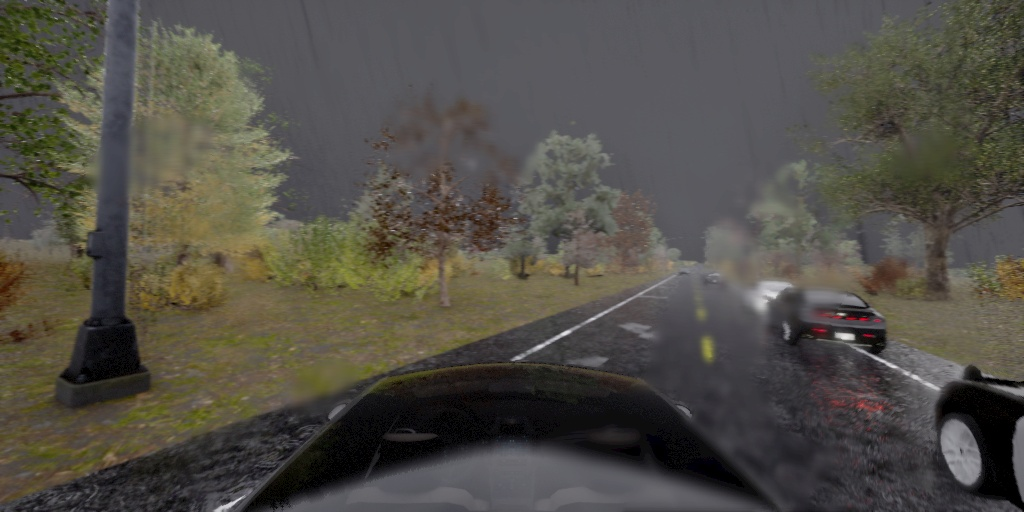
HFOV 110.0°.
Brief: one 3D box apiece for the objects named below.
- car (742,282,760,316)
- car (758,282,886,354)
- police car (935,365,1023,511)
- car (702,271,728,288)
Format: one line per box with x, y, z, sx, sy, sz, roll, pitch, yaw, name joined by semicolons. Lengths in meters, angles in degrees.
11.464;1.854;15.791;1.812;1.442;4.674;2;-1;27;car
8.772;1.674;10.430;1.837;1.490;4.892;2;-1;27;car
4.338;1.330;1.595;1.930;1.638;5.238;2;-1;27;police car
21.043;2.432;37.104;1.812;1.442;4.674;2;-1;27;car
